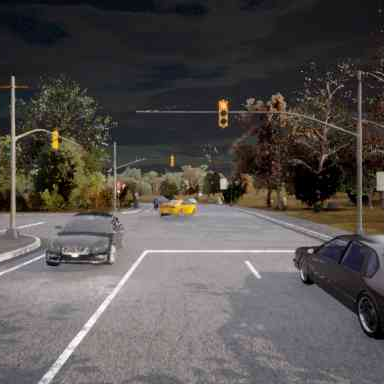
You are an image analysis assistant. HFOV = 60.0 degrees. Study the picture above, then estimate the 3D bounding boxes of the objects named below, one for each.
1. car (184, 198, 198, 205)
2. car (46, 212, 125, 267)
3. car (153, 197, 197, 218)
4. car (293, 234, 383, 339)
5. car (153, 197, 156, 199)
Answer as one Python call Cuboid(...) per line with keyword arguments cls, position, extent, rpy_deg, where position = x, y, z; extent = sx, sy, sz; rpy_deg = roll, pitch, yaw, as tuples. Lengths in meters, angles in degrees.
Cuboid(cls="car", position=(-0.320, 2.078, 70.235), extent=(1.812, 1.442, 4.674), rpy_deg=(0, -1, -16))
Cuboid(cls="car", position=(-3.441, 1.505, 11.592), extent=(1.837, 1.490, 4.892), rpy_deg=(3, 0, -5))
Cuboid(cls="car", position=(-1.256, 1.479, 30.683), extent=(1.882, 1.535, 5.008), rpy_deg=(1, 0, 25))
Cuboid(cls="car", position=(3.611, 1.547, 6.493), extent=(2.033, 1.411, 5.357), rpy_deg=(0, 0, 0))
Cuboid(cls="car", position=(-3.960, 1.677, 43.422), extent=(1.895, 1.301, 4.718), rpy_deg=(0, -1, -2))
